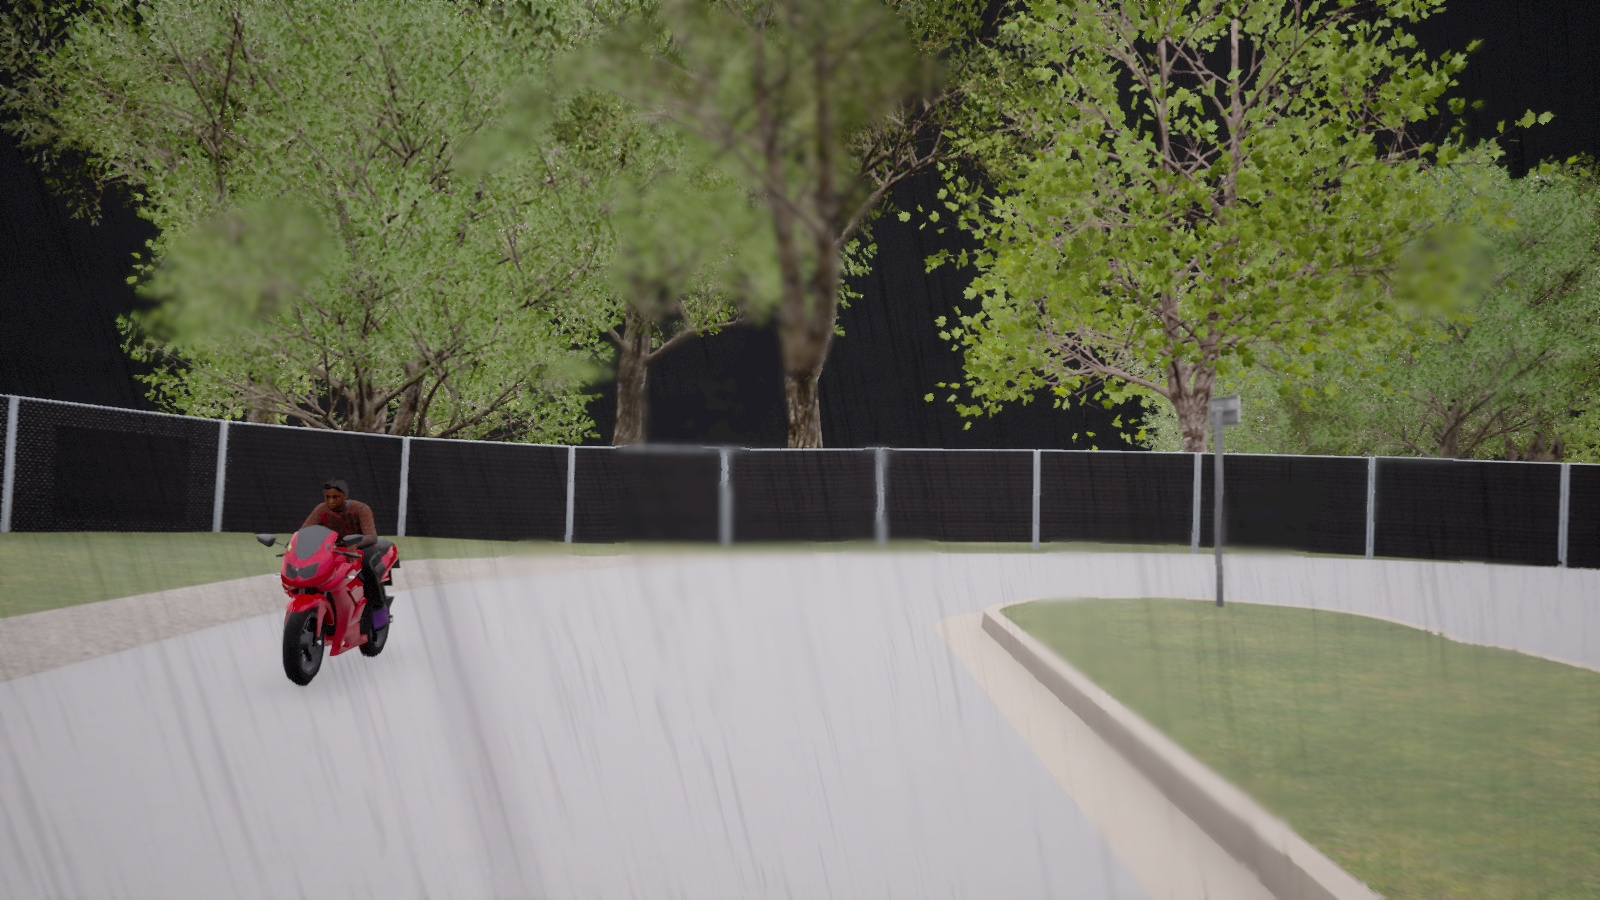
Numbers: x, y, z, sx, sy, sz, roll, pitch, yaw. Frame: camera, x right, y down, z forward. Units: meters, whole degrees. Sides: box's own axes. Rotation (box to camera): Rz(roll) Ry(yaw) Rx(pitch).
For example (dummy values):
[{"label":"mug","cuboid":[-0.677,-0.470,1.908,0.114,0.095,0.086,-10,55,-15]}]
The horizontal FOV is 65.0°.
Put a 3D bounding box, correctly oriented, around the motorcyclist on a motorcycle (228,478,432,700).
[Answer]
[{"label":"motorcyclist on a motorcycle","cuboid":[-3.583,0.993,9.790,0.797,1.523,2.044,0,-1,1]}]
